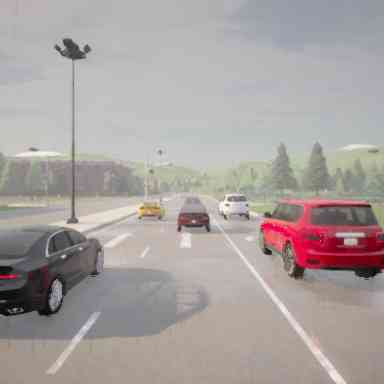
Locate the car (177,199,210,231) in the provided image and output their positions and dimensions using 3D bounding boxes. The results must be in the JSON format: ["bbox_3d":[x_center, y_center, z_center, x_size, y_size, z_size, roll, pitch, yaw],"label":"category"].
[{"bbox_3d":[0.097,1.465,20.699,1.882,1.535,5.008,0,0,0],"label":"car"}]

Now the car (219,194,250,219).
[{"bbox_3d":[3.596,1.204,28.911,2.150,2.045,5.566,0,0,0],"label":"car"}]

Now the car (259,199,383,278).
[{"bbox_3d":[3.598,1.216,10.225,2.150,2.045,5.566,0,0,0],"label":"car"}]

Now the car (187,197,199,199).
[{"bbox_3d":[0.095,1.329,38.462,2.097,1.767,4.553,0,0,0],"label":"car"}]

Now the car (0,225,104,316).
[{"bbox_3d":[-3.401,1.500,7.502,1.837,1.490,4.892,0,0,0],"label":"car"}]

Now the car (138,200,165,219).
[{"bbox_3d":[-3.404,1.460,28.751,1.882,1.535,5.008,0,0,0],"label":"car"}]
